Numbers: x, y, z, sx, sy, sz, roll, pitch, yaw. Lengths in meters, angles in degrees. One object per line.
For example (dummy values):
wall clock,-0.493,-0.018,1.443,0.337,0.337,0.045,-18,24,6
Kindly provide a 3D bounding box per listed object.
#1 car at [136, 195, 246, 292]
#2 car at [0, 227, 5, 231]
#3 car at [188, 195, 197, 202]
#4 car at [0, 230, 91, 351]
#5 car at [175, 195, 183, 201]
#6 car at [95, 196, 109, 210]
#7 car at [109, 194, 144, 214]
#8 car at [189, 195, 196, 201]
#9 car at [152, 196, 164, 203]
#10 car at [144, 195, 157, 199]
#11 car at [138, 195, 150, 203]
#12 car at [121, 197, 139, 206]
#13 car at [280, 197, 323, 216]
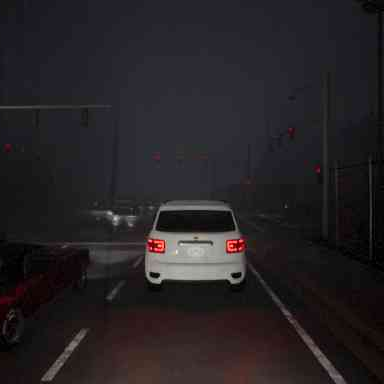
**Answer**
car,0.087,1.221,9.072,2.150,2.045,5.566,0,0,0
car,-7.087,1.525,9.429,1.812,1.442,4.674,0,0,0
car,0.125,1.523,75.725,2.128,1.511,4.902,0,0,0
car,-3.433,1.601,6.147,1.895,1.301,4.718,0,0,1
car,-3.364,1.540,86.011,2.033,1.411,5.357,0,0,0
car,-10.680,1.352,42.103,2.097,1.767,4.553,0,0,3
car,-7.044,1.249,36.223,2.150,2.045,5.566,0,0,0
car,0.136,1.524,86.128,1.812,1.442,4.674,0,0,0
car,-6.901,1.525,67.664,1.812,1.442,4.674,0,0,0
car,-7.011,1.504,52.174,1.837,1.490,4.892,0,0,0
car,-10.385,1.477,72.502,1.882,1.535,5.008,0,0,0
car,-10.495,1.547,56.982,2.033,1.411,5.357,0,0,0
car,11.002,1.407,32.657,4.553,1.767,2.097,0,0,0
